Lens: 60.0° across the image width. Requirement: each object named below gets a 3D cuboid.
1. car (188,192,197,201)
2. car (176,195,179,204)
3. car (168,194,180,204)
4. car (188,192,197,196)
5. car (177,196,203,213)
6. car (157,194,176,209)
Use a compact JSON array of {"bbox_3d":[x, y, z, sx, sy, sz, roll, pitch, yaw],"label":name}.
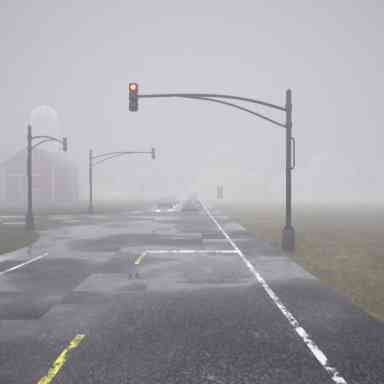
[{"bbox_3d":[0.055,1.117,85.531,2.150,2.045,5.566,0,0,0],"label":"car"},{"bbox_3d":[-3.559,1.516,54.982,1.994,1.385,4.181,0,0,0],"label":"car"},{"bbox_3d":[-3.501,1.288,65.007,2.097,1.767,4.553,0,0,1],"label":"car"},{"bbox_3d":[0.065,1.141,74.887,2.150,2.045,5.566,0,0,0],"label":"car"},{"bbox_3d":[0.024,1.525,36.682,2.033,1.411,5.357,0,0,8],"label":"car"},{"bbox_3d":[-3.572,1.444,45.088,1.882,1.535,5.008,0,0,0],"label":"car"}]
